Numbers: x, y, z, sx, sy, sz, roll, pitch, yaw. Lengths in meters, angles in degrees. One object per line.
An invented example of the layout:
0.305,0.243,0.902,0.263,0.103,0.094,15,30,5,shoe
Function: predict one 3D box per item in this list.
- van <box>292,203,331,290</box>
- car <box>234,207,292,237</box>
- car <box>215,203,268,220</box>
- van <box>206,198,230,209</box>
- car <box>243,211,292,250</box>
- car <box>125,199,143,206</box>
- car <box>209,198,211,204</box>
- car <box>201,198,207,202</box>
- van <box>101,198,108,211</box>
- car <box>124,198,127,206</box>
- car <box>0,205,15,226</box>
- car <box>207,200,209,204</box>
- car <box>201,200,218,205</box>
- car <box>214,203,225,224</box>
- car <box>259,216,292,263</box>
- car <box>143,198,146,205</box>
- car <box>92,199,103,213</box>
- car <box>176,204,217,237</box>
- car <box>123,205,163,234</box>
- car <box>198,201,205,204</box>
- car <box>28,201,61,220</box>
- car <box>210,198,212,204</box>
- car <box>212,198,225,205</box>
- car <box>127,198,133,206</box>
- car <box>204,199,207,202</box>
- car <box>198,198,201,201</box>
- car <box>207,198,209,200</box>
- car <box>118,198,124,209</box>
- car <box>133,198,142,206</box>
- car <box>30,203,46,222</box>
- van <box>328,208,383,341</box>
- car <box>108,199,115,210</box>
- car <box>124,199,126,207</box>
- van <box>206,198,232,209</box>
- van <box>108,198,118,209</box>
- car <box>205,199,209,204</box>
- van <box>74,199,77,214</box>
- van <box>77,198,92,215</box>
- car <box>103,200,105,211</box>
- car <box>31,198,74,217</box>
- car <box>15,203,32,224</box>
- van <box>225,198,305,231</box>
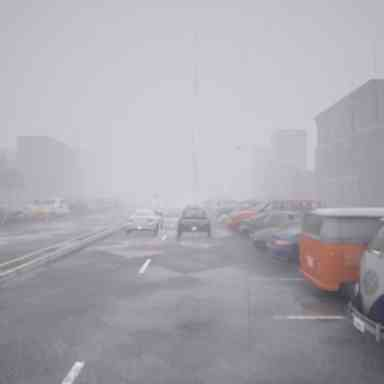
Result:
4.831,1.336,7.522,4.442,1.987,1.878,0,-1,0,van
4.713,1.661,15.856,4.892,1.521,2.231,0,-1,0,car
4.725,1.888,32.529,4.892,1.521,2.231,0,-1,0,car
4.868,2.166,63.099,4.442,1.987,1.878,0,-1,0,van
4.688,1.655,13.078,4.792,1.488,2.163,0,-1,0,car
-15.450,2.712,89.114,4.553,1.767,2.185,0,-1,0,car
4.705,1.890,40.868,4.553,1.767,2.185,0,-1,0,car
4.560,2.247,54.758,5.366,1.575,1.946,0,-1,0,car
-15.593,1.980,50.511,4.442,1.987,1.878,0,-1,0,van
-15.509,2.324,64.420,4.553,1.767,2.185,0,-1,0,car
-15.466,1.770,22.938,4.892,1.521,2.231,0,-1,0,car
4.744,2.063,43.643,4.892,1.521,2.231,0,-1,0,car
4.815,2.917,93.658,4.792,1.488,2.163,0,-1,0,car
4.540,1.765,24.193,5.366,1.575,1.946,0,-1,0,car
4.714,1.634,10.424,4.674,1.452,2.002,0,-1,0,car
-15.452,2.546,86.359,5.566,2.045,2.435,0,-1,0,car
-15.290,2.108,44.993,5.366,1.575,1.946,0,-1,0,car
0.113,1.720,19.703,2.128,1.511,4.902,0,-1,0,car
-2.887,1.767,20.699,1.812,1.442,4.674,0,-1,0,car
0.124,2.027,36.202,1.994,1.385,4.181,0,-1,0,car
-15.479,1.889,31.210,5.008,1.535,2.097,0,-1,0,car
4.703,1.847,38.088,4.553,1.767,2.185,0,-1,0,car
4.699,1.555,26.974,5.566,2.045,2.435,0,-1,0,car
-15.506,2.244,67.057,5.566,2.045,2.435,0,-1,0,car
4.738,2.202,51.979,5.008,1.535,2.097,0,-1,0,car
4.733,2.415,79.775,5.566,2.045,2.435,0,-1,0,car
4.773,2.029,49.203,4.553,1.767,2.185,0,-1,0,car
-15.505,2.101,58.783,5.566,2.045,2.435,0,-1,0,car
-15.451,2.745,80.839,4.792,1.488,2.163,0,-1,0,car
-15.475,1.888,28.452,4.674,1.452,2.002,0,-1,0,car
4.596,1.304,4.745,4.442,1.987,1.878,0,-1,0,van
-15.482,2.255,53.264,5.008,1.535,2.097,0,-1,0,car
-15.472,2.402,61.661,5.008,1.535,2.097,0,-1,0,car
4.865,2.119,60.320,4.442,1.987,1.878,0,-1,0,van
-15.360,2.078,56.026,4.442,1.987,1.878,0,-1,0,van
4.735,2.108,46.420,5.008,1.535,2.097,0,-1,0,car
-15.590,1.749,36.727,4.442,1.987,1.878,0,-1,0,van
-15.592,1.838,42.239,4.442,1.987,1.878,0,-1,0,van
-15.473,2.198,47.750,4.674,1.452,2.002,0,-1,0,car
-15.502,1.680,33.969,5.566,2.045,2.435,0,-1,0,car
-15.502,1.837,25.696,4.792,1.488,2.163,0,-1,0,car
4.607,1.505,21.417,4.442,1.987,1.878,0,-1,0,van
